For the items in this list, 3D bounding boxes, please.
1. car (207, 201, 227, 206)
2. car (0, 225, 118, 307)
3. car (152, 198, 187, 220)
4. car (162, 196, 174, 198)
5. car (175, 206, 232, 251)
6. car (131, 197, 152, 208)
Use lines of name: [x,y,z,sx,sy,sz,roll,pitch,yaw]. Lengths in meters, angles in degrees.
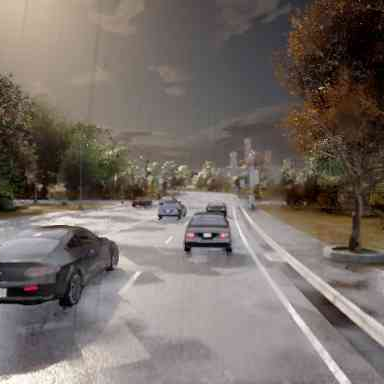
car: [2.337,1.530,31.191,1.895,1.301,4.718,0,0,6]
car: [-3.125,1.512,7.839,1.812,1.442,4.674,0,0,2]
car: [-1.572,1.486,27.643,2.033,1.411,5.357,0,0,6]
car: [-3.272,1.299,44.775,1.882,1.535,5.008,0,0,7]
car: [0.706,1.535,13.993,2.033,1.411,5.357,0,0,4]
car: [-6.753,1.412,45.149,1.895,1.301,4.718,0,0,7]
